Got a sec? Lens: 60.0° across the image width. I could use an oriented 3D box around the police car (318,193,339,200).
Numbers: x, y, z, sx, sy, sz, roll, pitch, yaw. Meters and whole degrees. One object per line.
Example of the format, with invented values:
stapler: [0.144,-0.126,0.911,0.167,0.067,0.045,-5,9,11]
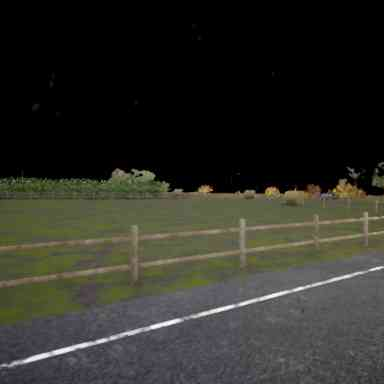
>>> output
police car: [33.856,1.153,82.262,1.930,1.638,5.238,2,0,-32]
